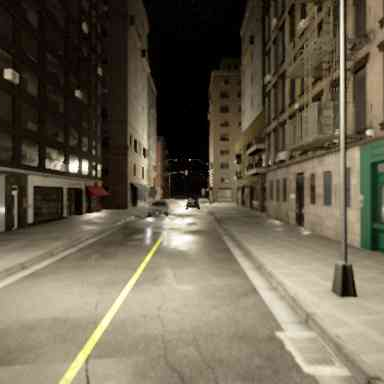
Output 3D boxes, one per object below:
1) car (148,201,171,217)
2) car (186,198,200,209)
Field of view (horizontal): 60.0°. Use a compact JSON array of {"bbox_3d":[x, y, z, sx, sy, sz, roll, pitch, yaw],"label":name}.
[{"bbox_3d":[-3.035,1.547,31.439,1.812,1.442,4.674,0,0,1],"label":"car"},{"bbox_3d":[0.114,1.574,44.906,2.033,1.411,5.357,0,0,0],"label":"car"}]
